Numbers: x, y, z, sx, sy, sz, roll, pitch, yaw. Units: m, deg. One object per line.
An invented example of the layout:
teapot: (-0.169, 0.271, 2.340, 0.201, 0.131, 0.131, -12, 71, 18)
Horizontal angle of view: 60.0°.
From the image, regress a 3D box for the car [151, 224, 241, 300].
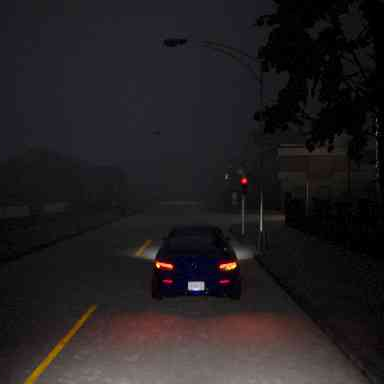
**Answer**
car: (0.101, 1.526, 8.285, 1.812, 1.442, 4.674, 0, 0, 1)
